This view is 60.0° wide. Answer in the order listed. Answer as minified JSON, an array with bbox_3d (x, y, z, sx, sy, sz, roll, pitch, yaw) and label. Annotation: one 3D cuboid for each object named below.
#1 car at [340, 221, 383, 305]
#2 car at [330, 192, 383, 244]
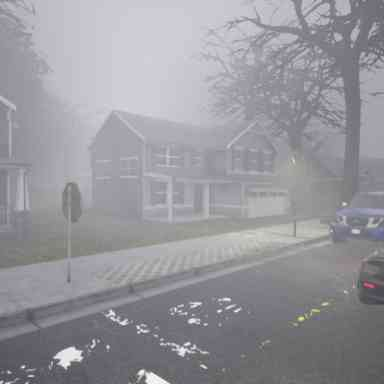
[{"bbox_3d":[4.895,1.436,6.754,1.812,1.442,4.674,1,1,45],"label":"car"},{"bbox_3d":[7.686,1.016,13.604,2.150,2.045,5.566,1,1,45],"label":"car"}]
